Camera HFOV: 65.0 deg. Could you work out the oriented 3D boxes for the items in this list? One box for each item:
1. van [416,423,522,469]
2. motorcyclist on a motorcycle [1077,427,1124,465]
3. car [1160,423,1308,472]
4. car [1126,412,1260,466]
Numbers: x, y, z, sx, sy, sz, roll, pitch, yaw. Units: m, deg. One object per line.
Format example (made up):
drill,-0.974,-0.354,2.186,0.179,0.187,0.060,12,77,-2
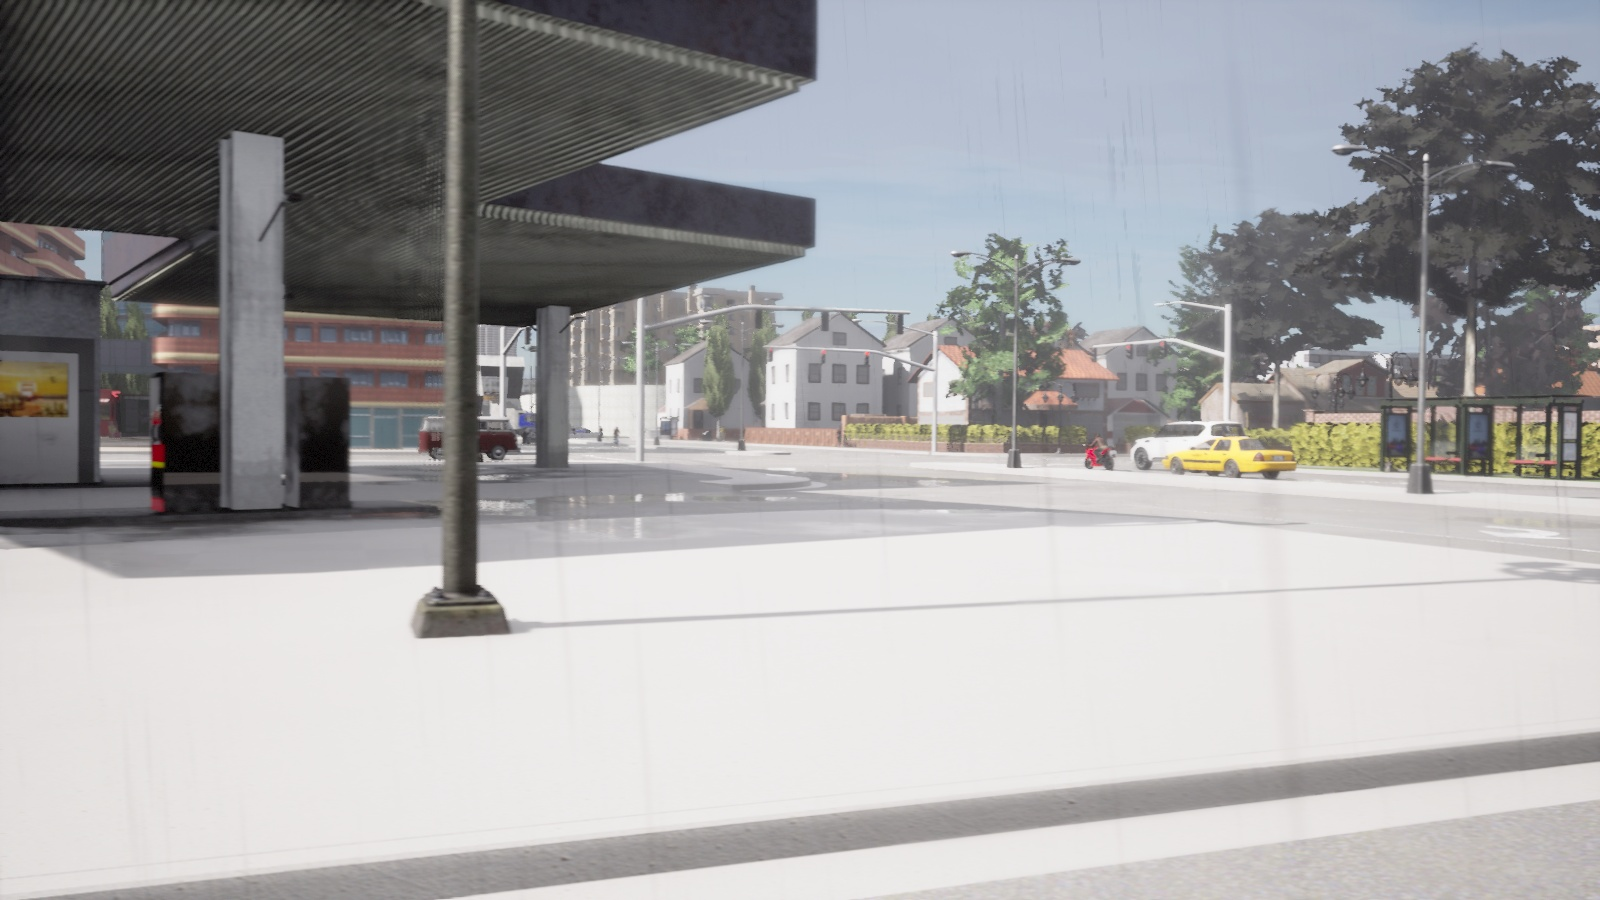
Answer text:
van,-15.046,-0.215,57.040,4.442,1.987,1.775,-1,1,-22
motorcyclist on a motorcycle,12.100,-0.175,50.652,0.797,1.523,2.044,-1,1,-21
car,14.882,-0.131,43.431,1.801,1.575,5.366,-1,1,-21
car,15.791,-0.480,50.793,2.150,2.045,5.566,-1,1,-21
